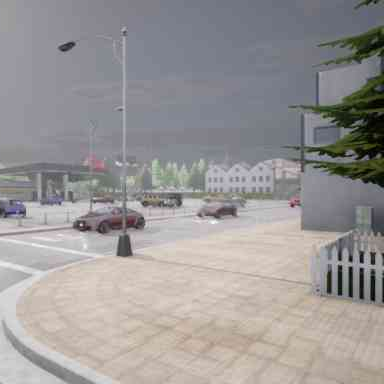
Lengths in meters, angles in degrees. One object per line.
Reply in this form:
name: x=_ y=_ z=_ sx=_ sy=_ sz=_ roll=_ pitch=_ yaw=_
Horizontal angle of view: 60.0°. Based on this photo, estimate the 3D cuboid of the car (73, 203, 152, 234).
car: x=-4.640 y=1.547 z=19.085 sx=1.994 sy=1.385 sz=4.181 roll=0 pitch=0 yaw=36

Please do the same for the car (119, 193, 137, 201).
car: x=-14.626 y=1.355 z=73.294 sx=3.806 sy=1.475 sz=1.970 roll=0 pitch=0 yaw=36

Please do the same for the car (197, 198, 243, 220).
car: x=2.285 y=1.509 z=28.607 sx=1.812 sy=1.442 sz=4.674 roll=0 pitch=0 yaw=36

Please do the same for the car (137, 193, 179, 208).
car: x=-4.415 y=1.094 z=42.641 sx=4.605 sy=1.855 sz=1.932 roll=0 pitch=0 yaw=36

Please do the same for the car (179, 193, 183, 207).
car: x=-3.041 y=1.074 z=45.234 sx=3.866 sy=1.878 sz=1.905 roll=0 pitch=0 yaw=36

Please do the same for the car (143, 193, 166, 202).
car: x=-7.743 y=1.092 z=68.342 sx=4.605 sy=1.855 sz=1.932 roll=0 pitch=0 yaw=36

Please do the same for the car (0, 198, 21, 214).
car: x=-19.699 y=1.380 z=34.458 sx=3.806 sy=1.475 sz=1.970 roll=0 pitch=0 yaw=36

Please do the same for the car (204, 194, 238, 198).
car: x=4.478 y=1.150 z=55.587 sx=5.027 sy=1.636 sz=2.152 roll=0 pitch=0 yaw=36

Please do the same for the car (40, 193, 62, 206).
car: x=-21.545 y=1.314 z=50.621 sx=3.633 sy=1.501 sz=1.845 roll=0 pitch=0 yaw=36

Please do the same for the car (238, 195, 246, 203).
car: x=7.988 y=1.229 z=60.969 sx=3.806 sy=1.475 sz=1.970 roll=0 pitch=0 yaw=36

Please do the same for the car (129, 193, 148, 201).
car: x=-12.177 y=1.071 z=75.625 sx=3.866 sy=1.878 sz=1.905 roll=0 pitch=0 yaw=36

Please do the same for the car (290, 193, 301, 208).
car: x=15.647 y=1.204 z=46.868 sx=2.150 sy=2.045 sz=5.566 roll=0 pitch=0 yaw=36

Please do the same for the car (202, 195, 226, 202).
car: x=4.436 y=1.294 z=68.075 sx=4.514 sy=1.523 sz=2.007 roll=0 pitch=0 yaw=36

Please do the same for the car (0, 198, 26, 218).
car: x=-15.447 y=1.370 z=27.686 sx=3.633 sy=1.501 sz=1.845 roll=0 pitch=0 yaw=36

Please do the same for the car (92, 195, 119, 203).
car: x=-15.639 y=1.293 z=58.681 sx=4.514 sy=1.523 sz=2.007 roll=0 pitch=0 yaw=36
